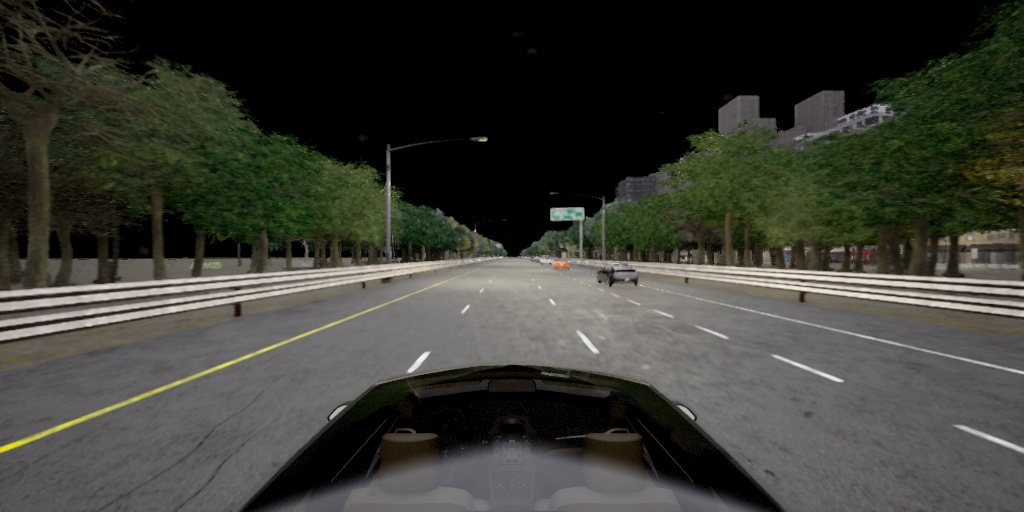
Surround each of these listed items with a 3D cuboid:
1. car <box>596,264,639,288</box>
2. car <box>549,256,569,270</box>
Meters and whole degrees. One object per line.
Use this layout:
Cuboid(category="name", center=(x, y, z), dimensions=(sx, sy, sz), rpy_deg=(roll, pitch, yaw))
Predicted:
Cuboid(category="car", center=(7.020, 1.250, 24.277), dimensions=(2.128, 1.511, 4.902), rpy_deg=(0, 0, 0))
Cuboid(category="car", center=(7.127, 1.103, 53.191), dimensions=(2.097, 1.767, 4.553), rpy_deg=(0, 0, 0))
